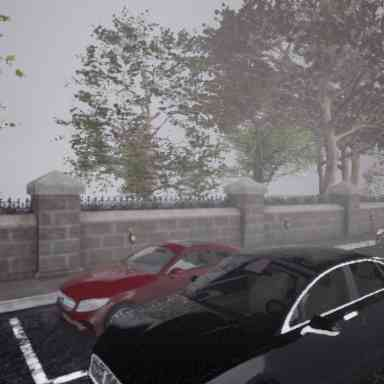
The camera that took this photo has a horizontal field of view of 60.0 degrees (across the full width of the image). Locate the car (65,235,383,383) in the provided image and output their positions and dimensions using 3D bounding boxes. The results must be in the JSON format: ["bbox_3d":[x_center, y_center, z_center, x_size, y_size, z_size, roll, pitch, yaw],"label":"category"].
[{"bbox_3d":[1.200,1.512,4.227,4.892,1.490,1.837,0,0,-36],"label":"car"}]

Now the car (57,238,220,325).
[{"bbox_3d":[-0.310,1.588,6.334,4.206,1.307,1.802,0,0,-35],"label":"car"}]

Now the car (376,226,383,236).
[{"bbox_3d":[8.866,1.467,12.869,4.097,1.590,1.967,0,0,-35],"label":"car"}]
